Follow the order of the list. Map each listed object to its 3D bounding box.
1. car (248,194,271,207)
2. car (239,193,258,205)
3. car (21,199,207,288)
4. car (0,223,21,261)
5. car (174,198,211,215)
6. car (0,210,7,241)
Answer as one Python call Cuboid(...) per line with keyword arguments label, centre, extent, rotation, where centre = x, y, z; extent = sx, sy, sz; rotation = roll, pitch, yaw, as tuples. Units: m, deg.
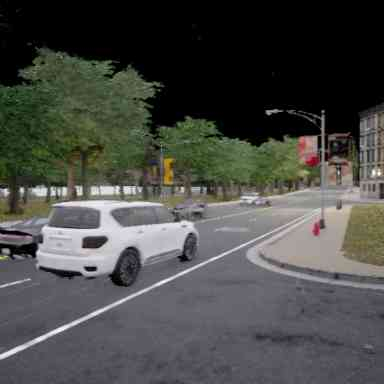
Cuboid(label="car", centre=(10.497, 1.459, 49.600), extent=(2.128, 1.511, 4.902), rotation=(0, 0, 27))
Cuboid(label="car", centre=(9.628, 1.150, 55.114), extent=(2.150, 2.045, 5.566), rotation=(0, 1, 26))
Cuboid(label="car", centre=(-1.751, 1.265, 9.802), extent=(2.150, 2.045, 5.566), rotation=(0, 0, 26))
Cuboid(label="car", centre=(-4.347, 1.527, 11.879), extent=(2.128, 1.511, 4.902), rotation=(0, 0, 26))
Cuboid(label="car", centre=(0.152, 1.511, 36.096), extent=(2.128, 1.511, 4.902), rotation=(0, 0, 26))
Cuboid(label="car", centre=(-10.860, 1.540, 13.820), extent=(2.033, 1.411, 5.357), rotation=(0, 0, 26))
